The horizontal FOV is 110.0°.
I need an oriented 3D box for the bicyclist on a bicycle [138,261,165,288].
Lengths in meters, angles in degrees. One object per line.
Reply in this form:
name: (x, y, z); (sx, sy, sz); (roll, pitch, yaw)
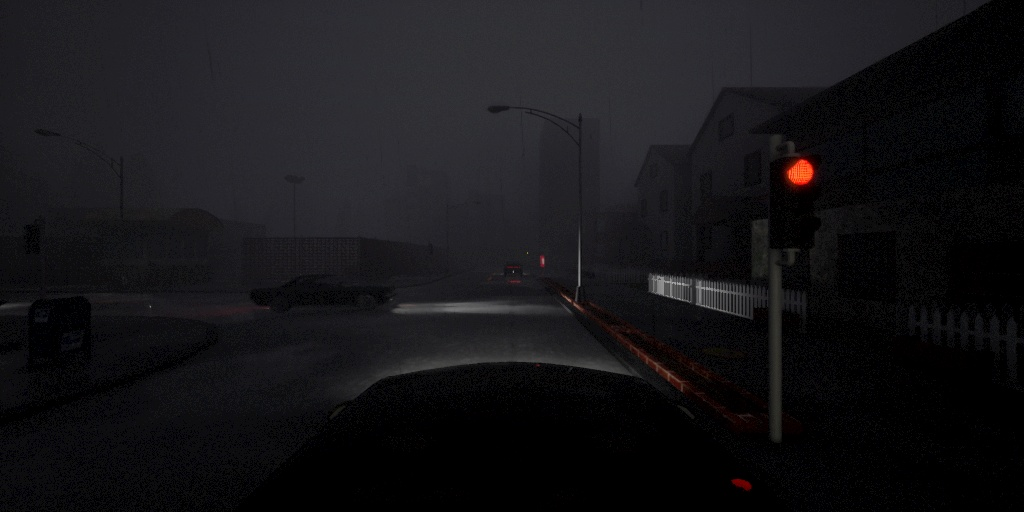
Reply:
bicyclist on a bicycle: (-21.728, 1.099, 21.633); (0.582, 1.620, 1.656); (0, 0, 0)

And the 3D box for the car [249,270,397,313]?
car: (-6.885, 1.351, 13.594); (4.718, 1.301, 1.895); (0, 0, -8)

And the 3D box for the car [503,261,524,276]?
car: (0.137, 1.255, 37.001); (1.837, 1.490, 4.892); (0, 0, 0)
